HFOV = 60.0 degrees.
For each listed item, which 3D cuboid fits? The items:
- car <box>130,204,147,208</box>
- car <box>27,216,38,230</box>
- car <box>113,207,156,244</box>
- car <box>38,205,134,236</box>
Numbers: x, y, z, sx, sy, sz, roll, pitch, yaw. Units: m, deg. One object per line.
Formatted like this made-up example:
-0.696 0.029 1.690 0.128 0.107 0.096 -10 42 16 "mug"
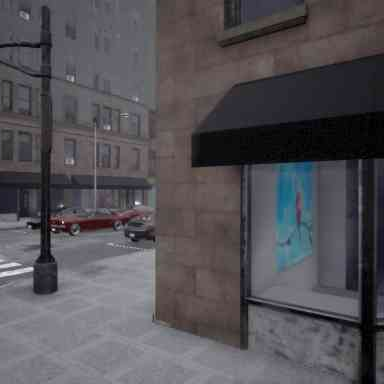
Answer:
-4.492 1.587 24.965 1.802 1.307 4.206 0 0 35 "car"
-7.785 1.568 20.335 1.947 1.339 4.313 0 0 35 "car"
-1.245 1.575 15.684 2.008 1.369 4.403 0 0 35 "car"
-5.788 1.610 18.766 1.895 1.301 4.718 0 0 35 "car"
